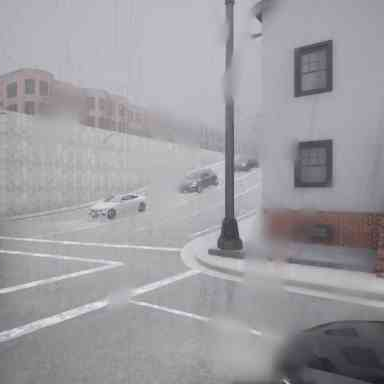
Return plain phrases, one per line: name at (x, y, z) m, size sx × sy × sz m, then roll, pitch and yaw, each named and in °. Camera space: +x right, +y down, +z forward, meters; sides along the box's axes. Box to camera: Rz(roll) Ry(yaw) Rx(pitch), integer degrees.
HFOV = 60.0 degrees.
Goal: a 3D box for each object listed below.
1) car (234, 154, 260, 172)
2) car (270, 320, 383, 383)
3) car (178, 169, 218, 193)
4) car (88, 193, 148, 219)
car at (6.241, -3.500, 39.337) m, size 2.097 × 1.767 × 4.553 m, roll 0°, pitch 14°, yaw 35°
car at (2.789, 1.526, 1.981) m, size 4.674 × 1.442 × 1.812 m, roll 0°, pitch 0°, yaw 36°
car at (0.565, -1.125, 31.326) m, size 2.097 × 1.767 × 4.553 m, roll 0°, pitch 13°, yaw 34°
car at (-5.057, 0.864, 23.298) m, size 1.812 × 1.442 × 4.674 m, roll 0°, pitch 7°, yaw 35°
